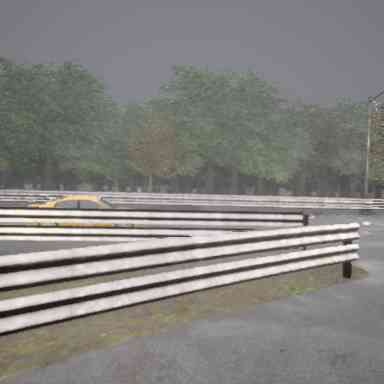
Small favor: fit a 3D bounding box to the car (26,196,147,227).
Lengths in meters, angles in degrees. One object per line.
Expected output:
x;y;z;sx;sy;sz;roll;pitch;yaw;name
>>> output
-4.473;0.941;14.485;5.008;1.535;1.882;1;1;-6;car
